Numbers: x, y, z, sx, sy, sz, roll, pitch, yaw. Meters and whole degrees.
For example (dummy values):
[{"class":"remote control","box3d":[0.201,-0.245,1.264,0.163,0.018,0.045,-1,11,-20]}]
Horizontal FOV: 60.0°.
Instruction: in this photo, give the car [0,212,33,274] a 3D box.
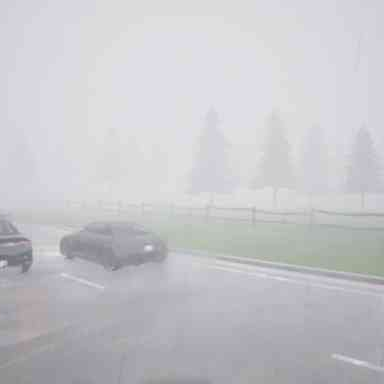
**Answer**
[{"class":"car","box3d":[-6.310,1.532,9.768,2.128,1.511,4.902,0,0,-45]}]

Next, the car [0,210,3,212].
[{"class":"car","box3d":[-13.877,1.637,21.996,5.357,1.411,2.033,0,0,38]}]

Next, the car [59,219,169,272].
[{"class":"car","box3d":[-2.714,1.611,11.126,4.181,1.385,1.994,0,0,44]}]
